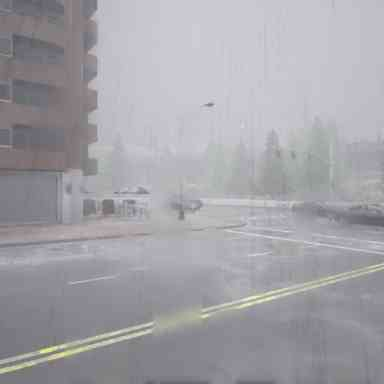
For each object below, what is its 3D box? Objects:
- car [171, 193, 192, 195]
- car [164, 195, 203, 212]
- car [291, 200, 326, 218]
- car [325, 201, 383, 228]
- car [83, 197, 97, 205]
[{"bbox_3d":[-0.898,1.165,42.780,2.150,2.045,5.566,0,0,-36],"label":"car"},{"bbox_3d":[-1.279,1.436,37.267,2.128,1.511,4.902,0,0,-36],"label":"car"},{"bbox_3d":[10.352,1.440,26.895,2.128,1.511,4.902,0,0,-35],"label":"car"},{"bbox_3d":[10.973,1.472,19.929,2.128,1.511,4.902,0,0,-35],"label":"car"},{"bbox_3d":[-17.152,1.470,52.258,4.674,1.442,1.812,0,0,21],"label":"car"}]
